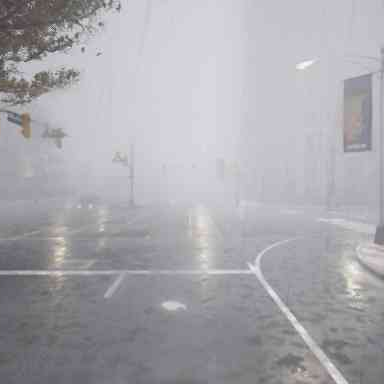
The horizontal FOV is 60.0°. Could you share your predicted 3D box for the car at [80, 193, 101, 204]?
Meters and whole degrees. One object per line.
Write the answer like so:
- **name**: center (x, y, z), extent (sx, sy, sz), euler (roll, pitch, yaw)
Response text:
- **car**: center (-15.236, 0.982, 50.112), extent (1.882, 1.535, 5.008), euler (0, 1, 1)
